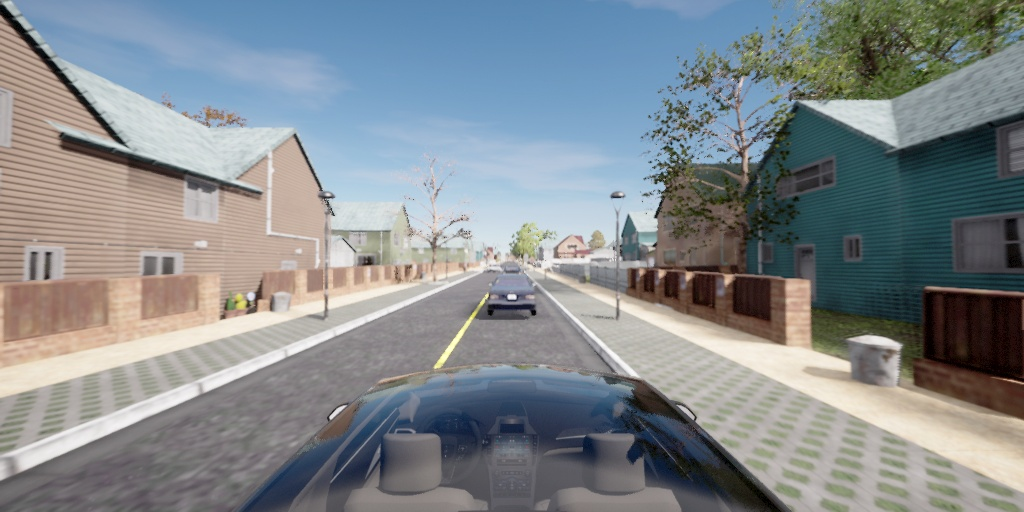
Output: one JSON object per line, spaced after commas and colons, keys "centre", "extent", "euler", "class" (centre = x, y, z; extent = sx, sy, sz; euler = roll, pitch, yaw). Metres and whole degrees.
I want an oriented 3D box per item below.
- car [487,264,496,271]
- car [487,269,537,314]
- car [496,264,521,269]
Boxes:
{"centre": [-2.759, 1.889, 54.686], "extent": [1.895, 1.301, 4.718], "euler": [0, -1, 0], "class": "car"}
{"centre": [0.009, 1.431, 14.404], "extent": [2.033, 1.411, 5.357], "euler": [0, -1, 0], "class": "car"}
{"centre": [0.021, 1.539, 30.365], "extent": [2.128, 1.511, 4.902], "euler": [0, 0, 0], "class": "car"}
